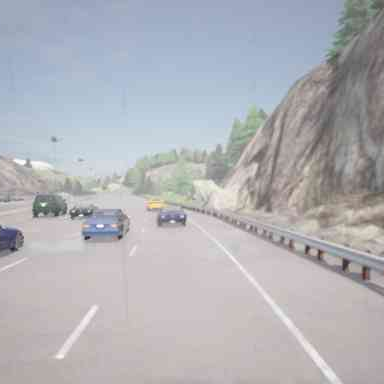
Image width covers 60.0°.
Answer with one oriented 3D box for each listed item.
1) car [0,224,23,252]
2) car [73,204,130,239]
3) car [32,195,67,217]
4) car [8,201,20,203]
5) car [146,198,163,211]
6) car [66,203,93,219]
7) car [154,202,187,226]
[{"bbox_3d":[-7.374,1.543,11.009,1.812,1.442,4.674,0,0,-4],"label":"car"},{"bbox_3d":[-4.328,1.559,17.291,2.033,1.411,5.357,0,0,-6],"label":"car"},{"bbox_3d":[-13.345,1.255,31.472,2.150,2.045,5.566,0,0,-10],"label":"car"},{"bbox_3d":[-28.947,1.634,54.776,1.994,1.385,4.181,0,0,-11],"label":"car"},{"bbox_3d":[-4.587,1.494,41.423,1.882,1.535,5.008,0,0,-11],"label":"car"},{"bbox_3d":[-9.467,1.626,29.520,1.895,1.301,4.718,0,0,-9],"label":"car"},{"bbox_3d":[-1.520,1.608,23.480,1.895,1.301,4.718,0,0,-7],"label":"car"}]
